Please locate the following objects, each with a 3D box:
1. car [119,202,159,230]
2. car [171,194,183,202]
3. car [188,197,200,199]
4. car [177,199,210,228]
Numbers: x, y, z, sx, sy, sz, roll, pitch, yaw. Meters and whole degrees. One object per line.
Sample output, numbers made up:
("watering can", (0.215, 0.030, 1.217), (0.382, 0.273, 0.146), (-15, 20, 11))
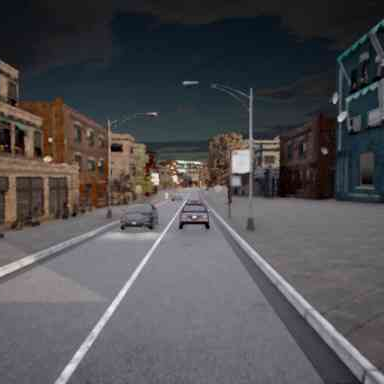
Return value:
("car", (-3.081, 1.400, 20.215), (1.837, 1.490, 4.892), (0, 0, 0))
("car", (-2.758, 1.153, 61.935), (1.994, 1.385, 4.181), (0, 0, 1))
("car", (0.268, 1.330, 42.784), (1.895, 1.301, 4.718), (0, 0, 0))
("car", (0.144, 1.434, 21.192), (2.033, 1.411, 5.357), (0, 0, 0))
